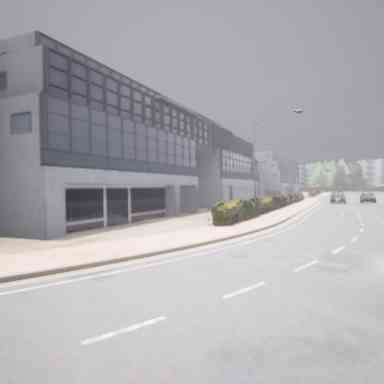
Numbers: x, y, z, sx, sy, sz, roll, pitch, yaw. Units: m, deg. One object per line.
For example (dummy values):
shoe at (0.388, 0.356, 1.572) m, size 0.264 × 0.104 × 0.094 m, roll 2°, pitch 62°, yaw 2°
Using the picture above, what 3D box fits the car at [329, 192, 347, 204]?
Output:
car at (19.013, 0.767, 43.217) m, size 2.128 × 1.511 × 4.902 m, roll -1°, pitch 1°, yaw 25°

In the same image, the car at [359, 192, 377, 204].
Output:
car at (23.269, 0.749, 44.020) m, size 2.033 × 1.411 × 5.357 m, roll -1°, pitch 1°, yaw 25°
